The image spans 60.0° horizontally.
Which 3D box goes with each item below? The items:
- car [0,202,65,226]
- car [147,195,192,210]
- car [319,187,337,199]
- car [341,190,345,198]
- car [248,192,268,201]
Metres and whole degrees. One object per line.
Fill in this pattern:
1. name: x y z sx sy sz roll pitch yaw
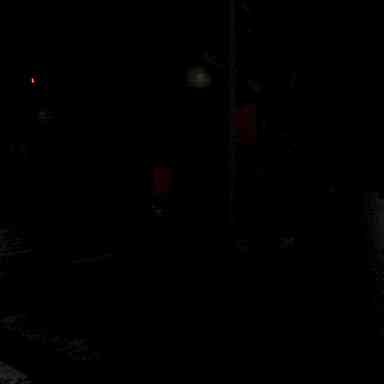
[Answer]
1. car: -10.789 1.358 21.510 1.895 1.301 4.718 0 1 35
2. car: -2.146 1.037 33.902 2.033 1.411 5.357 0 1 35
3. car: 24.951 0.106 61.056 2.150 2.045 5.566 0 1 35
4. car: 28.202 0.379 60.027 1.837 1.490 4.892 0 1 34
5. car: 10.233 0.697 51.498 1.994 1.385 4.181 0 1 35
